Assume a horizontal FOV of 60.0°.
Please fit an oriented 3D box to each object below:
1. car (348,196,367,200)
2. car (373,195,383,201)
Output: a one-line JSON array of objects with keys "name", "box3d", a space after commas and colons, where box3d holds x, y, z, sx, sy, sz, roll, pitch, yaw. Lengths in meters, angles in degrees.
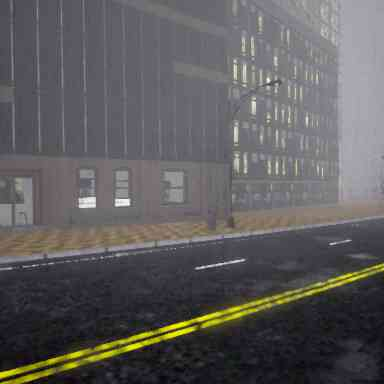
[{"name": "car", "box3d": [40.270, 1.390, 81.039, 1.802, 1.307, 4.206, -1, 1, -45]}, {"name": "car", "box3d": [44.252, 1.409, 76.981, 1.947, 1.339, 4.313, -1, 1, -45]}]
